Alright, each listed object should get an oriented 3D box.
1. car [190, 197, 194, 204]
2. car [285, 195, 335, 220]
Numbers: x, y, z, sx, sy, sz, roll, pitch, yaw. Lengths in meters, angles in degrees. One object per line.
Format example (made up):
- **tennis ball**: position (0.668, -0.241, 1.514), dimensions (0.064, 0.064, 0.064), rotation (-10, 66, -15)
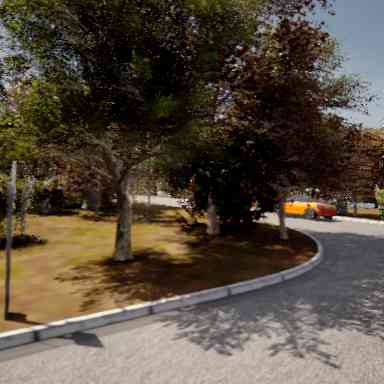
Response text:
- **car**: position (1.697, 0.730, 27.690), dimensions (1.837, 1.490, 4.892), rotation (2, 1, -35)
- **car**: position (8.010, 0.968, 24.307), dimensions (2.097, 1.767, 4.553), rotation (2, 1, -32)
